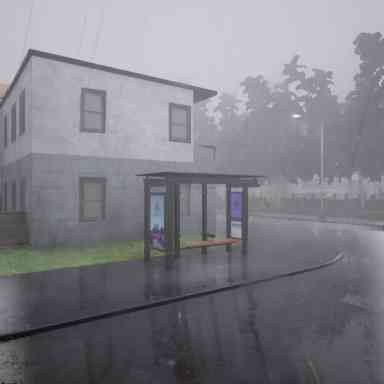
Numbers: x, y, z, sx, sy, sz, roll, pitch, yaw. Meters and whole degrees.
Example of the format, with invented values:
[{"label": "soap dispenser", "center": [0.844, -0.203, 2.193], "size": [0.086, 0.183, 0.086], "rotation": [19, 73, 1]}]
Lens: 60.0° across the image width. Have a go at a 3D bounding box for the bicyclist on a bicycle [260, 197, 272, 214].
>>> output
[{"label": "bicyclist on a bicycle", "center": [7.200, 1.349, 32.448], "size": [1.656, 1.620, 0.582], "rotation": [0, 0, -35]}]
